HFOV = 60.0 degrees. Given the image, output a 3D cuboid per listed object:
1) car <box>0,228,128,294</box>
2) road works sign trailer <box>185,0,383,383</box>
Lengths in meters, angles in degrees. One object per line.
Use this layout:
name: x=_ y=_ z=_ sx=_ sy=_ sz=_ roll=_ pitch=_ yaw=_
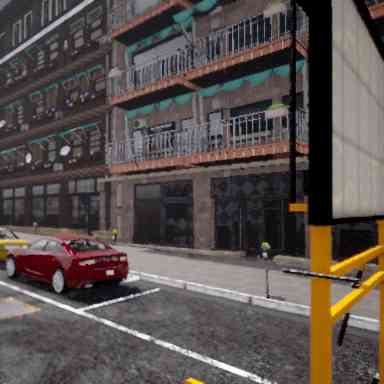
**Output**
car: x=-3.769 y=1.906 z=9.689 sx=4.507 sy=1.381 sz=1.887 roll=-1 pitch=-5 yaw=39
road works sign trailer: x=1.095 y=0.595 z=2.485 sx=2.880 sy=3.560 sz=2.380 roll=-1 pitch=-3 yaw=39
